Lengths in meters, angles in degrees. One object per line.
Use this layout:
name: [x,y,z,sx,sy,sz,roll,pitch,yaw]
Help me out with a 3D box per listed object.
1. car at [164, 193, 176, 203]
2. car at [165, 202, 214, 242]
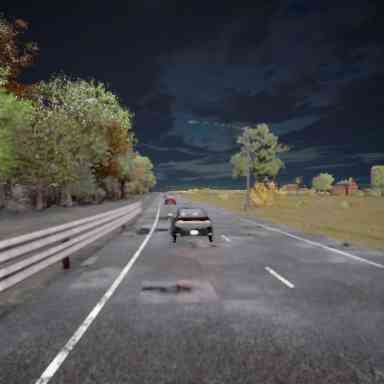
car: [-3.860,1.445,59.218,1.882,1.535,5.008,0,0,-5]
car: [-0.115,1.483,16.286,2.128,1.511,4.902,0,0,-5]
